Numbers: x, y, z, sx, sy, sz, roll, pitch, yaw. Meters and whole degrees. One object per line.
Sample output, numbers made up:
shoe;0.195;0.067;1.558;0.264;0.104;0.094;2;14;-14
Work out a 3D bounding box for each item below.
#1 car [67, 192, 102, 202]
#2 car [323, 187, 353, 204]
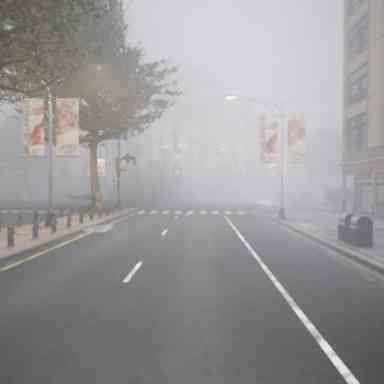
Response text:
car;-15.008;0.661;46.350;4.718;1.301;1.895;0;1;17
car;19.736;0.436;42.506;5.566;2.045;2.150;0;1;4
